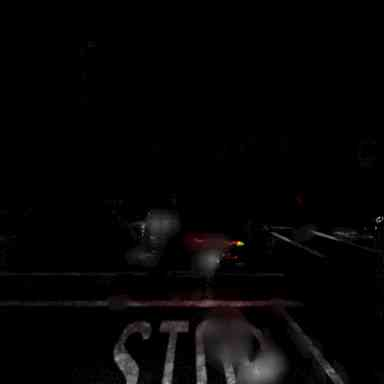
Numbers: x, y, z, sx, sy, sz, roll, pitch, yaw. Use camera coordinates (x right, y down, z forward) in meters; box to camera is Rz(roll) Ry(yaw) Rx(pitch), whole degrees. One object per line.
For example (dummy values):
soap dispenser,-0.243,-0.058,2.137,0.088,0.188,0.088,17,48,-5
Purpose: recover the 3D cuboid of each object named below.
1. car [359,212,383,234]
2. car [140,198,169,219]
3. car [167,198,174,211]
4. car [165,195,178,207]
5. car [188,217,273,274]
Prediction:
car,11.831,1.456,18.479,4.553,1.767,2.097,0,0,-1
car,-3.603,1.636,30.624,2.128,1.511,4.902,0,0,0
car,-3.603,1.793,40.660,1.895,1.301,4.718,0,0,0
car,-3.570,1.486,56.067,2.150,2.045,5.566,0,0,0
car,1.408,1.555,10.898,2.128,1.511,4.902,-1,0,20
